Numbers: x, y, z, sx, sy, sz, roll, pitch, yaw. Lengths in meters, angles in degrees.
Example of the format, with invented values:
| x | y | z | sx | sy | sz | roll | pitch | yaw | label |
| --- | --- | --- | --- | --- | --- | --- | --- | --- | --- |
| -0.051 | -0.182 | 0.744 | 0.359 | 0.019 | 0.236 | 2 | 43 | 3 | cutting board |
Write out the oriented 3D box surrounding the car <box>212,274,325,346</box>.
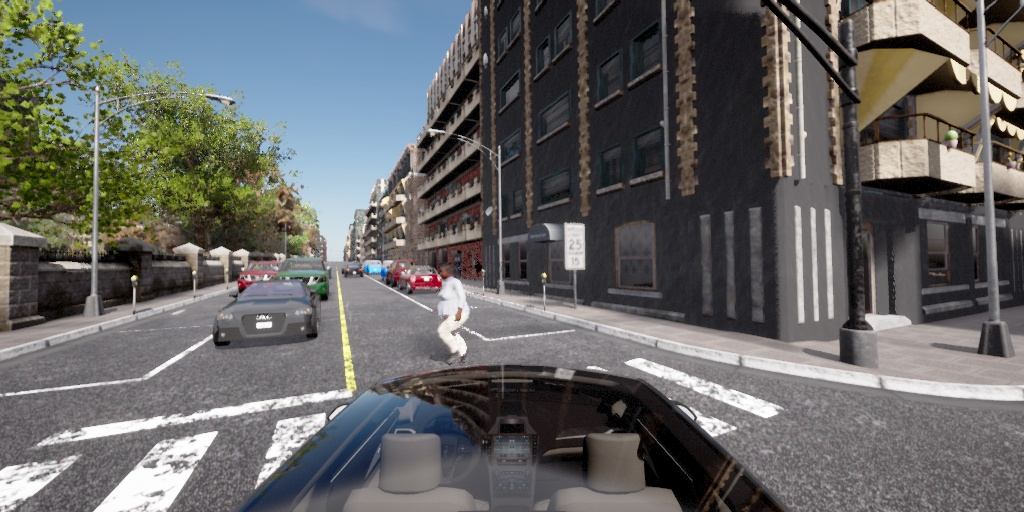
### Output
| x | y | z | sx | sy | sz | roll | pitch | yaw | label |
| --- | --- | --- | --- | --- | --- | --- | --- | --- | --- |
| -6.243 | 1.337 | 9.550 | 1.994 | 1.385 | 4.181 | 0 | -1 | -26 | car |

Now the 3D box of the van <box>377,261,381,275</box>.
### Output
| x | y | z | sx | sy | sz | roll | pitch | yaw | label |
| --- | --- | --- | --- | --- | --- | --- | --- | --- | --- |
| -10.351 | 1.312 | 31.021 | 1.690 | 1.789 | 3.998 | 0 | 0 | -26 | van |

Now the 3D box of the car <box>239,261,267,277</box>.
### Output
| x | y | z | sx | sy | sz | roll | pitch | yaw | label |
| --- | --- | --- | --- | --- | --- | --- | --- | --- | --- |
| -15.434 | 1.239 | 22.367 | 2.192 | 1.841 | 5.009 | 0 | 0 | -26 | car |

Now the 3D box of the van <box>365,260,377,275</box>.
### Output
| x | y | z | sx | sy | sz | roll | pitch | yaw | label |
| --- | --- | --- | --- | --- | --- | --- | --- | --- | --- |
| -17.665 | 1.472 | 45.891 | 1.690 | 1.789 | 3.998 | 0 | 0 | -26 | van |

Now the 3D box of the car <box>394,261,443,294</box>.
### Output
| x | y | z | sx | sy | sz | roll | pitch | yaw | label |
| --- | --- | --- | --- | --- | --- | --- | --- | --- | --- |
| -5.476 | 1.305 | 21.109 | 1.967 | 1.591 | 4.097 | 0 | 0 | -26 | car |

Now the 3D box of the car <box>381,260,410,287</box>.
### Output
| x | y | z | sx | sy | sz | roll | pitch | yaw | label |
| --- | --- | --- | --- | --- | --- | --- | --- | --- | --- |
| -7.914 | 1.233 | 26.065 | 2.192 | 1.841 | 5.009 | 0 | 0 | -26 | car |

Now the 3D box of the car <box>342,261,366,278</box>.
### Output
| x | y | z | sx | sy | sz | roll | pitch | yaw | label |
| --- | --- | --- | --- | --- | --- | --- | --- | --- | --- |
| -17.359 | 1.601 | 39.290 | 1.812 | 1.442 | 4.674 | 0 | -1 | -26 | car |

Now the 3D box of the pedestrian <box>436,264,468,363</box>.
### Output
| x | y | z | sx | sy | sz | roll | pitch | yaw | label |
| --- | --- | --- | --- | --- | --- | --- | --- | --- | --- |
| -1.086 | 1.015 | 6.474 | 0.375 | 1.860 | 0.375 | 1 | -2 | -26 | pedestrian |

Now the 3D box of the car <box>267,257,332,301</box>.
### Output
| x | y | z | sx | sy | sz | roll | pitch | yaw | label |
| --- | --- | --- | --- | --- | --- | --- | --- | --- | --- |
| -10.339 | 1.084 | 17.876 | 2.150 | 2.045 | 5.566 | 0 | -1 | -26 | car |

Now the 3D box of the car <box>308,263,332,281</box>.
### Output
| x | y | z | sx | sy | sz | roll | pitch | yaw | label |
| --- | --- | --- | --- | --- | --- | --- | --- | --- | --- |
| -19.193 | 1.534 | 35.993 | 1.882 | 1.535 | 5.008 | 0 | -1 | -26 | car |

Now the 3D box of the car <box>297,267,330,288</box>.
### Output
| x | y | z | sx | sy | sz | roll | pitch | yaw | label |
| --- | --- | --- | --- | --- | --- | --- | --- | --- | --- |
| -14.677 | 1.558 | 26.718 | 1.895 | 1.301 | 4.718 | 0 | -1 | -26 | car |
